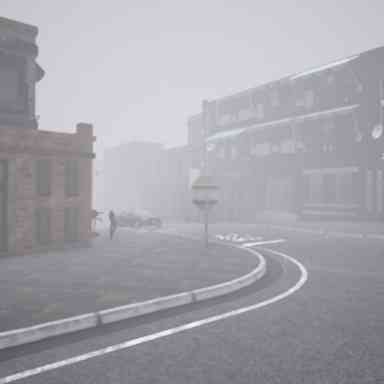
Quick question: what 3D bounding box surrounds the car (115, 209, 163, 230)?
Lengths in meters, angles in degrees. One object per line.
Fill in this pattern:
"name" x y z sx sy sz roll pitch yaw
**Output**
"car" -4.016 1.972 24.437 1.882 1.535 5.008 1 -5 -37
